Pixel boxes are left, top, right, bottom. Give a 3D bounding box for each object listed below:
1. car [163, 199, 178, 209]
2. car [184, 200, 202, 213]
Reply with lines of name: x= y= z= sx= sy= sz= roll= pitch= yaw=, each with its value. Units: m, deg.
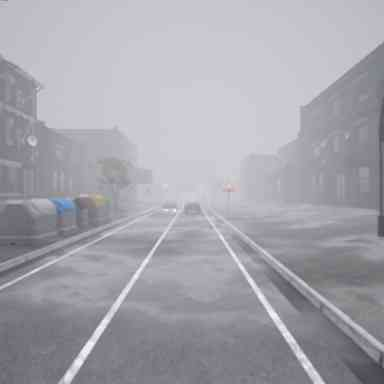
car: x=-3.098 y=1.746 z=48.351 sx=1.994 sy=1.385 sz=4.181 roll=0 pitch=0 yaw=0
car: x=0.068 y=1.631 z=39.059 sx=1.812 sy=1.442 sz=4.674 roll=0 pitch=-1 yaw=0
